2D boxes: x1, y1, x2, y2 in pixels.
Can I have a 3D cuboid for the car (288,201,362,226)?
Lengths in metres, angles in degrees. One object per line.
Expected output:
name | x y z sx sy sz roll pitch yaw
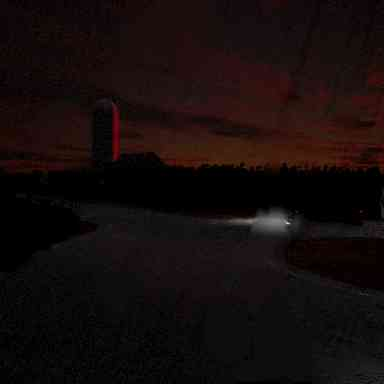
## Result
car | 8.081 1.237 20.431 4.181 1.385 1.994 1 1 4
